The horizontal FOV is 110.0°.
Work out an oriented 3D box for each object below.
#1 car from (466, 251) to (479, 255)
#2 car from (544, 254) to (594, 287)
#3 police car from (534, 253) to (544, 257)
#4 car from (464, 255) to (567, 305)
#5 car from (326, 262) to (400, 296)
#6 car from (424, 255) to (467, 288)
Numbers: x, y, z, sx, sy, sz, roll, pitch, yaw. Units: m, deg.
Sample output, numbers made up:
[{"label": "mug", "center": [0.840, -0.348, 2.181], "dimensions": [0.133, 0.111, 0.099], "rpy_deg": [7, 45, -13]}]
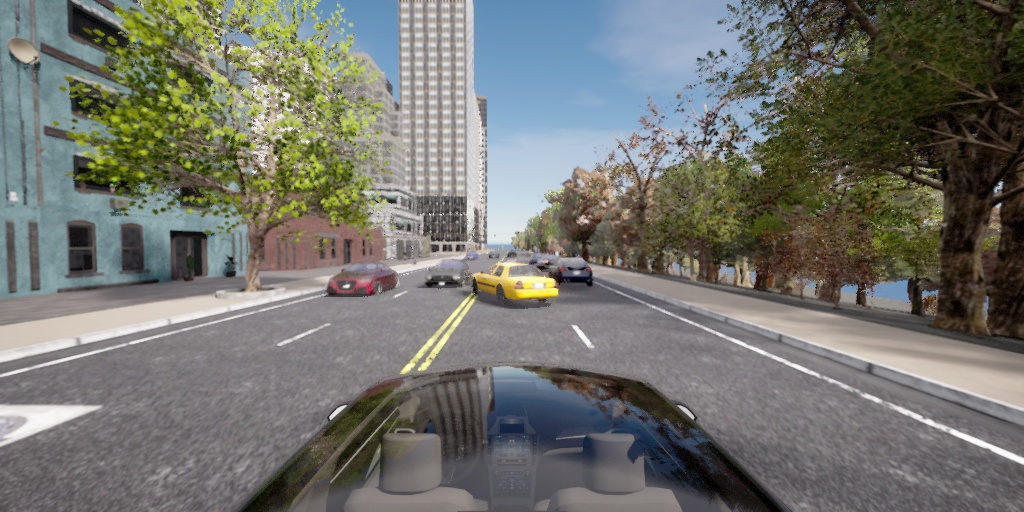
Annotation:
[{"label": "car", "center": [-6.552, -0.061, 59.567], "dimensions": [1.812, 1.442, 4.674], "rpy_deg": [0, 1, 1]}, {"label": "car", "center": [3.245, 0.826, 20.263], "dimensions": [2.163, 1.488, 4.792], "rpy_deg": [0, 1, 0]}, {"label": "police car", "center": [3.241, 0.576, 31.231], "dimensions": [2.038, 1.542, 4.974], "rpy_deg": [0, 1, 0]}, {"label": "car", "center": [-0.140, 0.916, 14.340], "dimensions": [1.801, 1.575, 5.366], "rpy_deg": [0, 1, -25]}, {"label": "car", "center": [-6.602, 0.978, 16.284], "dimensions": [1.994, 1.385, 4.181], "rpy_deg": [0, 1, 0]}, {"label": "car", "center": [-3.354, 0.881, 19.807], "dimensions": [2.033, 1.411, 5.357], "rpy_deg": [0, 1, 0]}]
